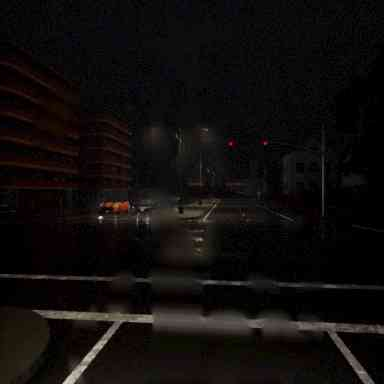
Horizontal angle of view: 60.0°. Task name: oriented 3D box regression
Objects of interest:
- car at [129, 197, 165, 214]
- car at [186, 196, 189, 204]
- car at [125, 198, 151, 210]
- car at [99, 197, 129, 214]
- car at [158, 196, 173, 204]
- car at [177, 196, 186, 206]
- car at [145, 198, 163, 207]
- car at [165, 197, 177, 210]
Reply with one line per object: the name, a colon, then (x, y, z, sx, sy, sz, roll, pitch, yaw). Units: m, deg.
car: (-4.590, 1.491, 34.880, 2.128, 1.511, 4.902, 0, 0, 6)
car: (-1.631, 1.505, 63.037, 1.837, 1.490, 4.892, 0, 0, 7)
car: (-7.120, 1.545, 44.369, 2.033, 1.411, 5.357, 0, 0, 6)
car: (-8.105, 1.352, 34.951, 2.097, 1.767, 4.553, 0, 0, 6)
car: (-5.062, 1.564, 63.874, 1.994, 1.385, 4.181, 0, 0, 6)
car: (-2.684, 1.491, 53.135, 2.128, 1.511, 4.902, 0, 0, 6)
car: (-6.124, 1.601, 53.900, 1.895, 1.301, 4.718, 0, 0, 6)
car: (-3.634, 1.601, 44.090, 1.895, 1.301, 4.718, 0, 0, 6)
